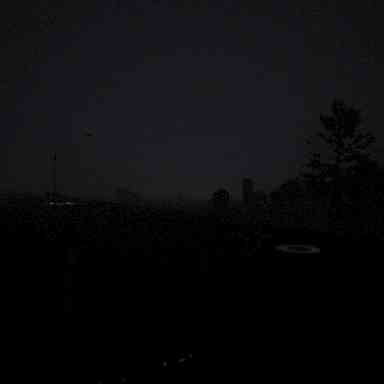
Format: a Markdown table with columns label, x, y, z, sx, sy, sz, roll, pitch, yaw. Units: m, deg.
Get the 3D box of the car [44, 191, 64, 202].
| label | x | y | z | sx | sy | sz | roll | pitch | yaw |
| --- | --- | --- | --- | --- | --- | --- | --- | --- | --- |
| car | -20.227 | 0.670 | 48.757 | 1.882 | 1.535 | 5.008 | 0 | 1 | -35 |
